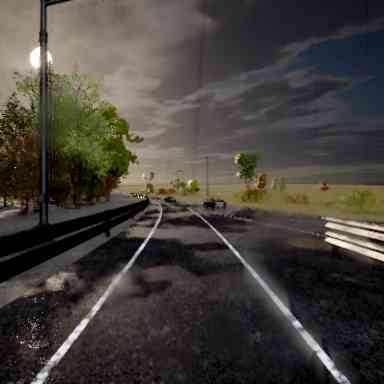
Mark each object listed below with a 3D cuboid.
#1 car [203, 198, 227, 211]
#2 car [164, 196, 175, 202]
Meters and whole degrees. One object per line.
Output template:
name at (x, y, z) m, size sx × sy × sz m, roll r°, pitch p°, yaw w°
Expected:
car at (2.710, 1.444, 40.225) m, size 2.128 × 1.511 × 4.902 m, roll 0°, pitch 0°, yaw -13°
car at (-4.934, 1.542, 72.391) m, size 1.994 × 1.385 × 4.181 m, roll 0°, pitch 0°, yaw -13°
